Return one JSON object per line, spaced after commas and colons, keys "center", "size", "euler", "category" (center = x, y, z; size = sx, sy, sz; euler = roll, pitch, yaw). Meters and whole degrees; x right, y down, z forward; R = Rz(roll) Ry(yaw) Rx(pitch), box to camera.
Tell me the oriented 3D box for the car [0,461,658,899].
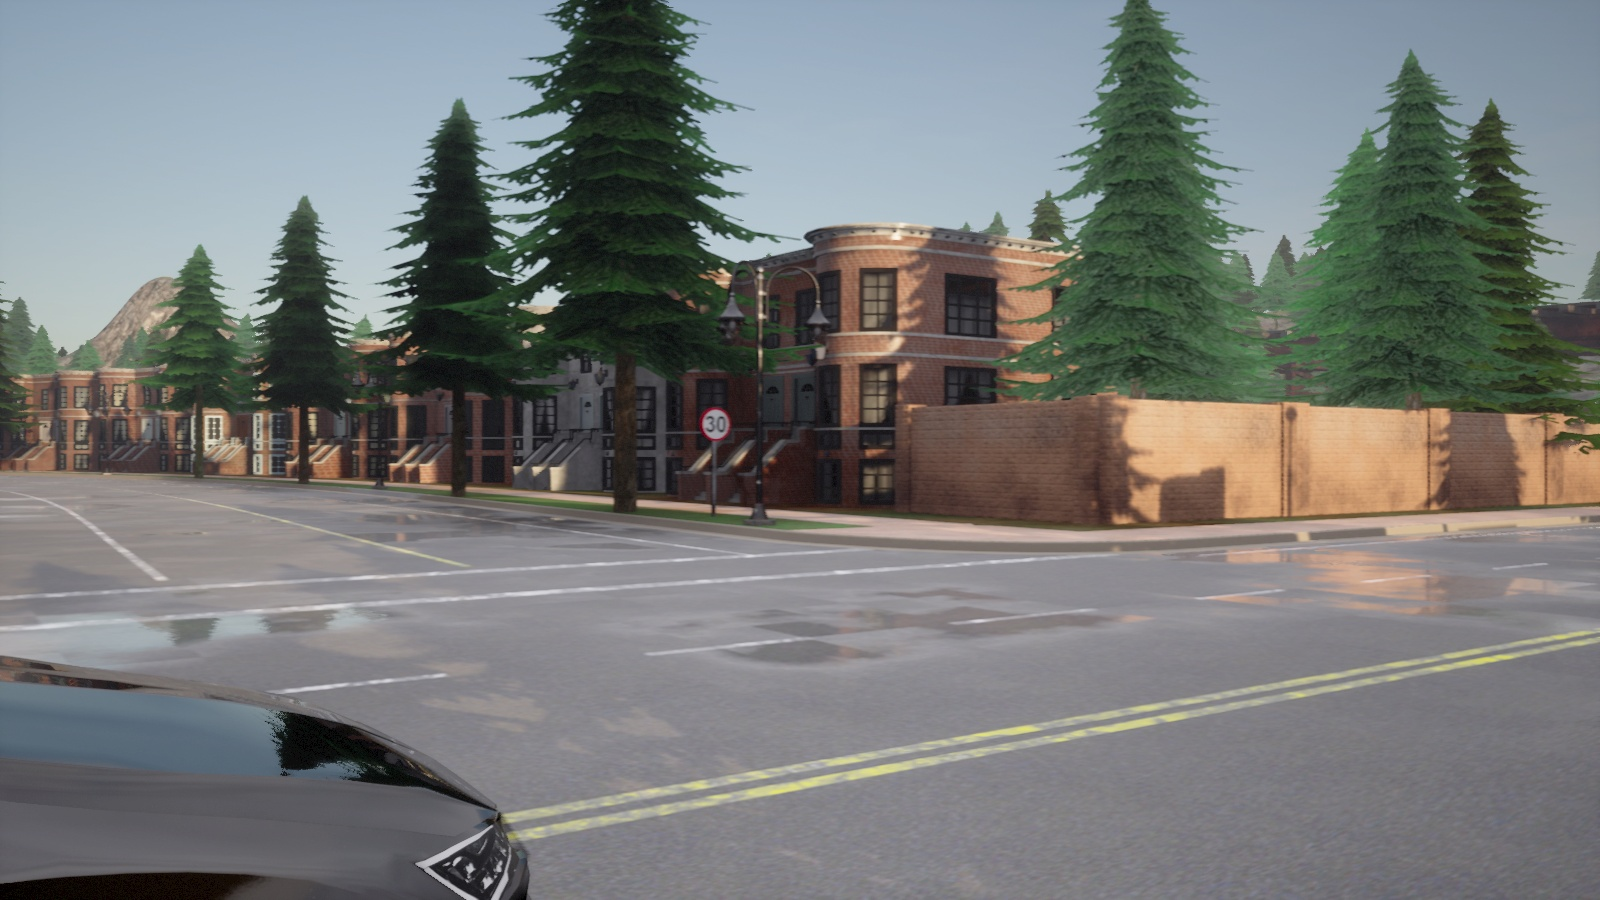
{"center": [-2.507, 0.768, 1.914], "size": [4.193, 1.474, 1.816], "euler": [0, 0, -35], "category": "car"}
